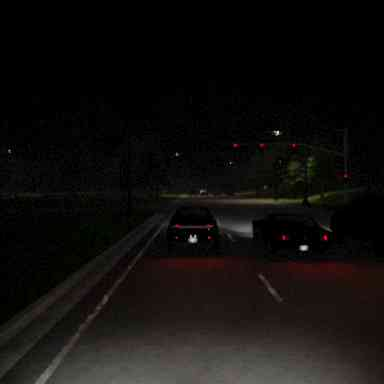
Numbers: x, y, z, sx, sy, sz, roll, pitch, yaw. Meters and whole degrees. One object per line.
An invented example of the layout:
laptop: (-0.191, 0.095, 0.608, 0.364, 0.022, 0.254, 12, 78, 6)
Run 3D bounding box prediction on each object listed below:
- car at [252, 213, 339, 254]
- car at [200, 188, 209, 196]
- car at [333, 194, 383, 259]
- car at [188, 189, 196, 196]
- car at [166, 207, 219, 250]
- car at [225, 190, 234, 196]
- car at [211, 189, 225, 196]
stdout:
car: (3.542, 1.442, 12.689, 1.895, 1.301, 4.718, 0, 1, 0)
car: (3.516, 0.412, 91.263, 1.994, 1.385, 4.181, 0, 1, 0)
car: (7.036, 1.072, 12.073, 2.150, 2.045, 5.566, 0, 1, 0)
car: (0.016, 0.089, 90.873, 2.150, 2.045, 5.566, 0, 1, 0)
car: (0.046, 1.325, 13.290, 2.128, 1.511, 4.902, 0, 1, 0)
car: (10.516, 0.384, 91.262, 1.812, 1.442, 4.674, 0, 1, 0)
car: (7.016, 0.404, 90.846, 2.033, 1.411, 5.357, 0, 1, 0)
